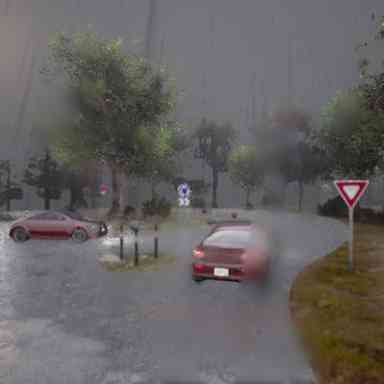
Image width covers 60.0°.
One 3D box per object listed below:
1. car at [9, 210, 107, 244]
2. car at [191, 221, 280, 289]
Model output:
[{"bbox_3d":[-6.095,1.547,15.424,4.181,1.385,1.994,0,0,3],"label":"car"},{"bbox_3d":[1.354,1.517,9.191,1.812,1.442,4.674,0,0,19],"label":"car"}]
